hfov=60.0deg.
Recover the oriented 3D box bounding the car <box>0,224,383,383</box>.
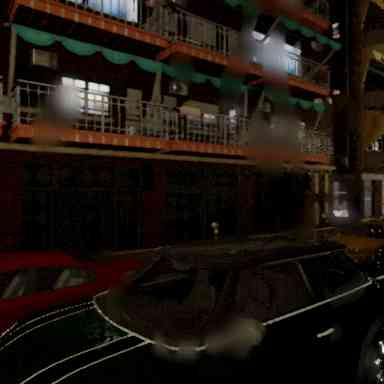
[{"bbox_3d":[0.213,1.366,3.552,4.553,1.767,2.097,0,0,-36],"label":"car"}]

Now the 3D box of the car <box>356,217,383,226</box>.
[{"bbox_3d":[6.092,1.557,11.124,4.829,1.417,1.752,0,-1,-36],"label":"car"}]

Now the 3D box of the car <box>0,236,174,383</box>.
[{"bbox_3d":[-2.662,1.567,4.656,4.507,1.381,1.887,0,-1,-36],"label":"car"}]
